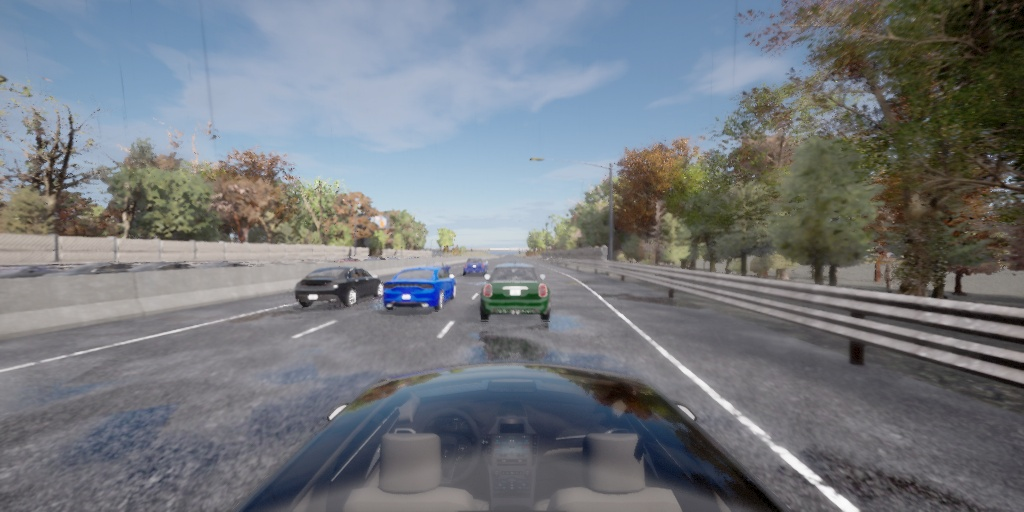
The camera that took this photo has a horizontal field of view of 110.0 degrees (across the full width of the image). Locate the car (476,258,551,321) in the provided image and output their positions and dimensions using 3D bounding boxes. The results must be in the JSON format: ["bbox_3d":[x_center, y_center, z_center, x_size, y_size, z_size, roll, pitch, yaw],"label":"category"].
[{"bbox_3d":[0.099,1.039,12.291,2.097,1.767,4.553,0,0,0],"label":"car"}]

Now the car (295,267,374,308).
[{"bbox_3d":[-6.900,1.178,14.865,1.837,1.490,4.892,0,0,0],"label":"car"}]

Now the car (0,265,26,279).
[{"bbox_3d":[-27.644,1.208,20.359,1.994,1.385,4.181,0,0,-2],"label":"car"}]

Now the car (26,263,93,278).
[{"bbox_3d":[-24.596,1.144,21.362,1.837,1.490,4.892,0,0,0],"label":"car"}]

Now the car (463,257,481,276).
[{"bbox_3d":[-3.395,0.922,34.467,2.097,1.767,4.553,0,0,0],"label":"car"}]

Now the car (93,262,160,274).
[{"bbox_3d":[-21.096,1.143,21.378,1.837,1.490,4.892,0,0,0],"label":"car"}]

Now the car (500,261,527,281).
[{"bbox_3d":[0.105,1.143,29.313,2.033,1.411,5.357,0,0,0],"label":"car"}]

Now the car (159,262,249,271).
[{"bbox_3d":[-17.596,1.143,21.410,1.837,1.490,4.892,0,0,0],"label":"car"}]

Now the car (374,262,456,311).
[{"bbox_3d":[-3.400,1.156,14.034,1.882,1.535,5.008,0,0,0],"label":"car"}]

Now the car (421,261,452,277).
[{"bbox_3d":[-6.895,1.177,33.214,1.895,1.301,4.718,0,0,0],"label":"car"}]
